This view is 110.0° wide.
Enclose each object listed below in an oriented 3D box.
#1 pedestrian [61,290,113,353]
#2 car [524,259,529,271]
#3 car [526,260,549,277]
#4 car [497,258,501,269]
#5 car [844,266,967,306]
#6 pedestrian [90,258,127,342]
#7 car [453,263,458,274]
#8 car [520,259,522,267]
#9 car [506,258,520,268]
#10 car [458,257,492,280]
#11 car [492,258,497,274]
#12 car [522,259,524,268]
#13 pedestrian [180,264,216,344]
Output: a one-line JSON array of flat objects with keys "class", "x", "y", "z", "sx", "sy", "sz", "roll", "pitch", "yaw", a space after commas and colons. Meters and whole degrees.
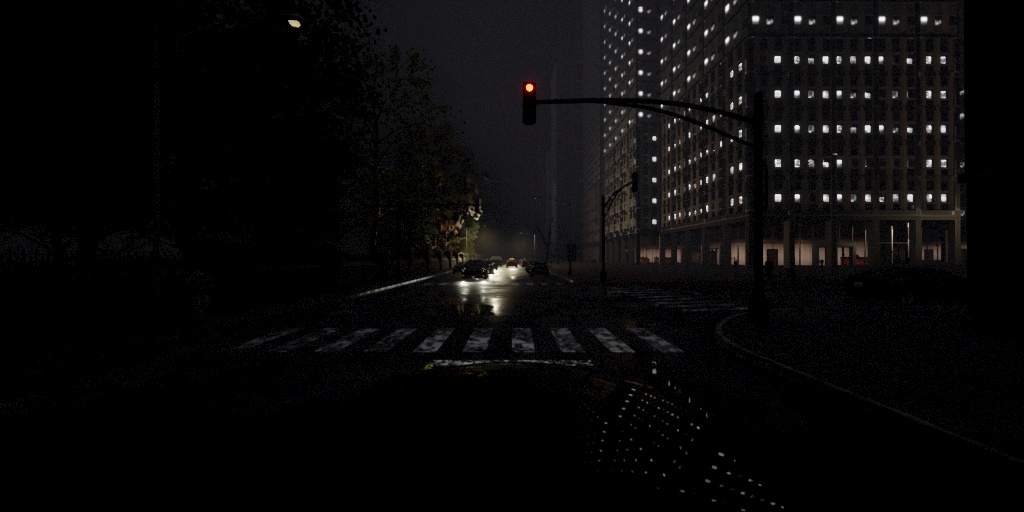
[{"class": "pedestrian", "x": -8.126, "y": 1.272, "z": 6.781, "sx": 0.500, "sy": 1.100, "sz": 0.500, "roll": 0, "pitch": 0, "yaw": 0}, {"class": "car", "x": 2.678, "y": 1.334, "z": 41.274, "sx": 1.948, "sy": 1.339, "sz": 4.313, "roll": 0, "pitch": 0, "yaw": 0}, {"class": "car", "x": 2.679, "y": 1.330, "z": 35.642, "sx": 1.948, "sy": 1.339, "sz": 4.313, "roll": 0, "pitch": 0, "yaw": 0}, {"class": "car", "x": -3.104, "y": 1.342, "z": 52.058, "sx": 1.994, "sy": 1.385, "sz": 4.181, "roll": 0, "pitch": 0, "yaw": 0}, {"class": "car", "x": 14.681, "y": 1.026, "z": 13.062, "sx": 4.313, "sy": 1.339, "sz": 1.948, "roll": 0, "pitch": 0, "yaw": 0}, {"class": "pedestrian", "x": -8.502, "y": 0.892, "z": 7.492, "sx": 0.375, "sy": 1.860, "sz": 0.375, "roll": 0, "pitch": 0, "yaw": 0}, {"class": "car", "x": -5.703, "y": 1.350, "z": 41.272, "sx": 1.802, "sy": 1.307, "sz": 4.207, "roll": 0, "pitch": 0, "yaw": 0}, {"class": "car", "x": 2.673, "y": 1.337, "z": 63.804, "sx": 1.888, "sy": 1.381, "sz": 4.507, "roll": 0, "pitch": 0, "yaw": 0}, {"class": "car", "x": -0.017, "y": 1.267, "z": 62.094, "sx": 1.882, "sy": 1.535, "sz": 5.008, "roll": 0, "pitch": 0, "yaw": 0}, {"class": "car", "x": -3.106, "y": 1.113, "z": 30.996, "sx": 2.097, "sy": 1.767, "sz": 4.553, "roll": 0, "pitch": 0, "yaw": 0}, {"class": "car", "x": -3.108, "y": 1.275, "z": 41.946, "sx": 1.837, "sy": 1.490, "sz": 4.892, "roll": 0, "pitch": 0, "yaw": 0}, {"class": "car", "x": 2.676, "y": 1.339, "z": 46.907, "sx": 1.948, "sy": 1.339, "sz": 4.313, "roll": 0, "pitch": 0, "yaw": 0}, {"class": "pedestrian", "x": -7.167, "y": 1.043, "z": 8.197, "sx": 0.375, "sy": 1.860, "sz": 0.375, "roll": 0, "pitch": 0, "yaw": 0}]
